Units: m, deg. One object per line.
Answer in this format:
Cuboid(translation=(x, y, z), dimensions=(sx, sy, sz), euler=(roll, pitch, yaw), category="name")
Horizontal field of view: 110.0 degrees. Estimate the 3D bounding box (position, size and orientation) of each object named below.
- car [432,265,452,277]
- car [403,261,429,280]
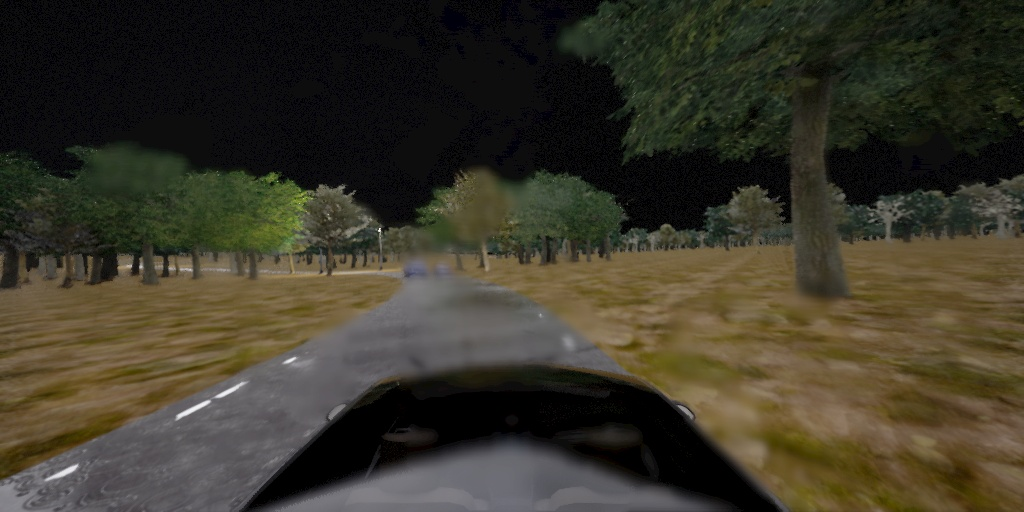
Cuboid(translation=(-8.612, 1.828, 44.179), dimensions=(1.812, 1.442, 4.674), euler=(-2, 0, -22), category="car")
Cuboid(translation=(-11.272, 1.623, 42.391), dimensions=(2.150, 2.045, 5.566), euler=(-2, 0, -22), category="car")
